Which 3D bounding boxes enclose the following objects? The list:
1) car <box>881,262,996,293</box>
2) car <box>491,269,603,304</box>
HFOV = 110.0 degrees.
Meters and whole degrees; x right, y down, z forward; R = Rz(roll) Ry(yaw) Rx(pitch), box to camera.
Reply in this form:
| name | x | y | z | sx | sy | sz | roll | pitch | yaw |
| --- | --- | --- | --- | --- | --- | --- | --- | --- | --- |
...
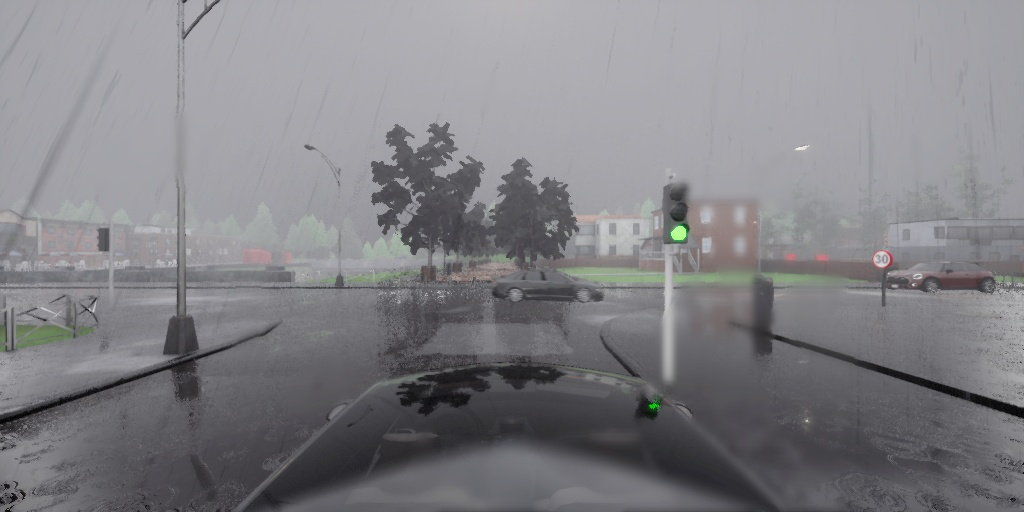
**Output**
| name | x | y | z | sx | sy | sz | roll | pitch | yaw |
| --- | --- | --- | --- | --- | --- | --- | --- | --- | --- |
| car | 23.519 | 1.101 | 19.916 | 4.553 | 1.767 | 2.097 | 0 | 0 | 0 |
| car | 1.526 | 1.341 | 15.804 | 4.892 | 1.490 | 1.837 | 1 | 0 | 0 |
